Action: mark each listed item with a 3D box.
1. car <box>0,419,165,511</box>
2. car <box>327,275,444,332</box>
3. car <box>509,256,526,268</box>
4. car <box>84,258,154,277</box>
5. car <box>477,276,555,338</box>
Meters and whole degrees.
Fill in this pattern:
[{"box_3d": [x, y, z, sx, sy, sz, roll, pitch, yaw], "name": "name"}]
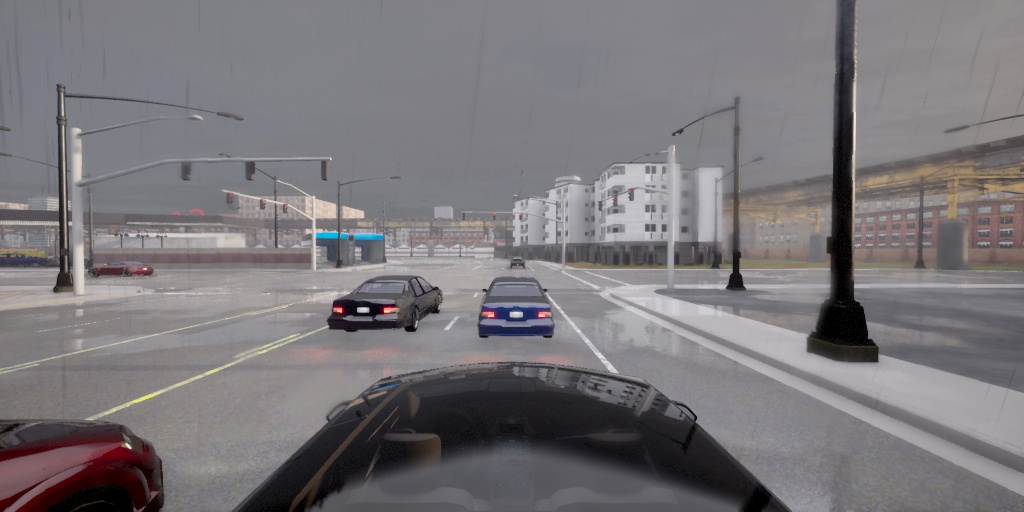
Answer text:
[{"box_3d": [-3.395, 1.314, 0.719, 1.994, 1.385, 4.181, 0, 0, 0], "name": "car"}, {"box_3d": [-3.406, 1.274, 10.716, 2.033, 1.411, 5.357, 0, 0, 0], "name": "car"}, {"box_3d": [0.707, 0.771, 46.159, 1.837, 1.490, 4.892, 0, 1, 0], "name": "car"}, {"box_3d": [-33.734, 1.084, 30.963, 4.181, 1.385, 1.994, 0, 1, -1], "name": "car"}, {"box_3d": [0.090, 1.279, 10.114, 2.033, 1.411, 5.357, 0, 0, 0], "name": "car"}]
